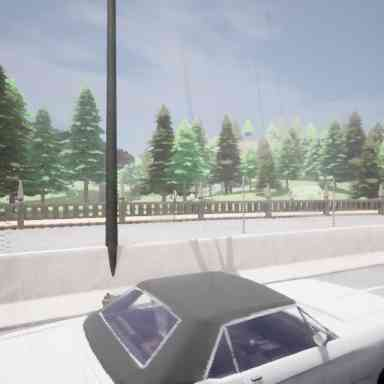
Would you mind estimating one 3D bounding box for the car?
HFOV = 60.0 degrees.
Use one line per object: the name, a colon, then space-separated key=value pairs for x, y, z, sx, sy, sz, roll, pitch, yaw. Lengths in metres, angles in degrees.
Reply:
car: x=0.509 y=1.601 z=3.587 sx=4.718 sy=1.301 sz=1.895 roll=0 pitch=0 yaw=-29
